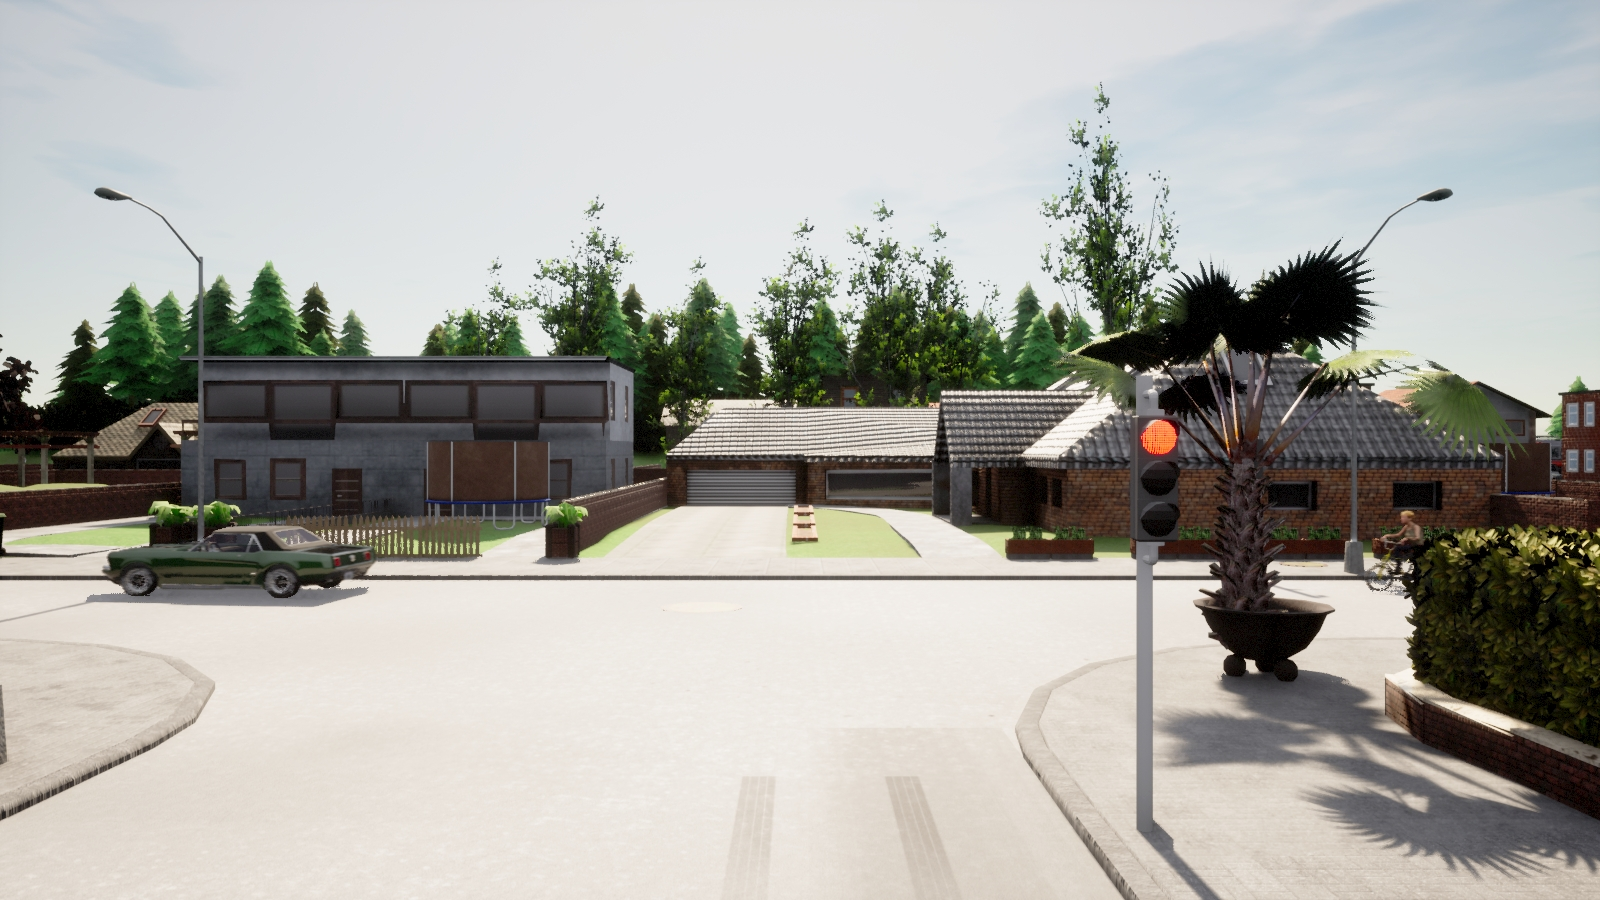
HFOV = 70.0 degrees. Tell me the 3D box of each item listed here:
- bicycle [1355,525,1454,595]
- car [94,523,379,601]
[{"bbox_3d":[11.859,2.149,22.442,1.487,1.276,0.859,0,0,0],"label":"bicycle"},{"bbox_3d":[-10.932,2.146,22.355,4.718,1.301,1.895,0,0,6],"label":"car"}]
